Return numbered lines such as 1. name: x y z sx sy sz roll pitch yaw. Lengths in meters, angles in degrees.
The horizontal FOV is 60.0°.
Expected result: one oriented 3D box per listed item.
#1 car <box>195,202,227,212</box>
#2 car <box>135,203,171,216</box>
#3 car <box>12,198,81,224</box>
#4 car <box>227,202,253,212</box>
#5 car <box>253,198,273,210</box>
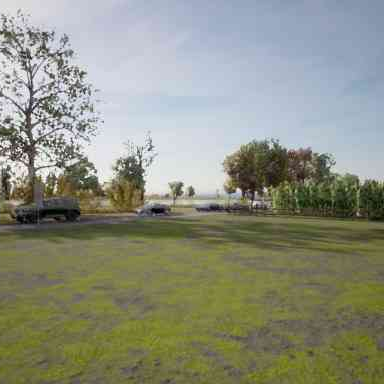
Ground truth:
1. car: 2.596 2.228 48.863 2.033 1.411 5.357 -1 -2 35
2. car: -4.482 1.987 38.800 2.128 1.511 4.902 -1 -2 35
3. car: -12.042 1.520 27.993 2.150 2.045 5.566 -1 -1 35
4. car: 6.582 2.224 49.572 2.033 1.411 5.357 -1 -2 35
5. car: 12.516 2.058 58.158 2.150 2.045 5.566 -1 -2 35
